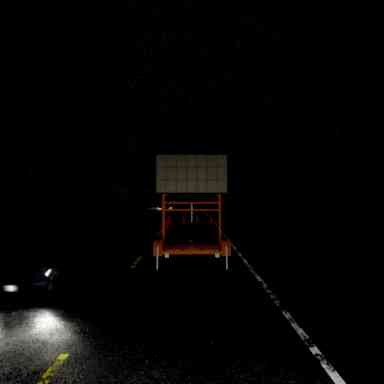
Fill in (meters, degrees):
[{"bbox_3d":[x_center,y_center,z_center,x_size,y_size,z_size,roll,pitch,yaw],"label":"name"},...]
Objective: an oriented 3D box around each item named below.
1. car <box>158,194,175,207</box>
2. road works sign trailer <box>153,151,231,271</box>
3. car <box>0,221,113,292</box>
[{"bbox_3d":[-4.064,1.478,50.299,1.882,1.535,5.008,0,0,-1],"label":"car"},{"bbox_3d":[-0.009,0.463,10.937,2.380,3.560,2.880,0,0,-1],"label":"road works sign trailer"},{"bbox_3d":[-3.624,1.546,9.311,2.033,1.411,5.357,0,0,0],"label":"car"}]
